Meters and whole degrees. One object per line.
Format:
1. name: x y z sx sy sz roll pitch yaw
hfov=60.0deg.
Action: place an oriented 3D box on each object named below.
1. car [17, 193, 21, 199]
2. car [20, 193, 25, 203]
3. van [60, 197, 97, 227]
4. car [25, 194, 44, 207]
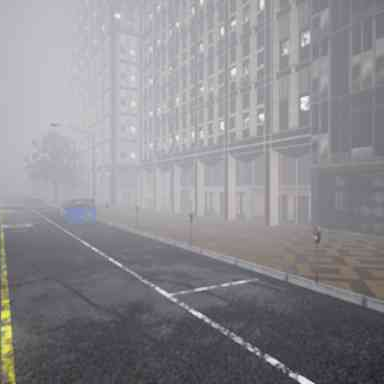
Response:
1. car: -32.860 1.117 65.813 2.008 1.369 4.403 -1 1 -30
2. car: -27.188 1.189 55.931 2.008 1.369 4.403 -1 1 -30
3. van: -7.337 1.207 21.343 1.690 1.788 3.998 -1 1 -30
4. car: -21.516 1.257 46.049 2.008 1.369 4.403 -1 1 -30
